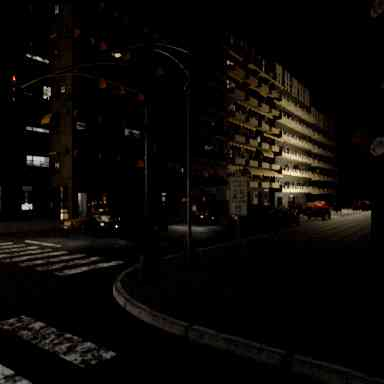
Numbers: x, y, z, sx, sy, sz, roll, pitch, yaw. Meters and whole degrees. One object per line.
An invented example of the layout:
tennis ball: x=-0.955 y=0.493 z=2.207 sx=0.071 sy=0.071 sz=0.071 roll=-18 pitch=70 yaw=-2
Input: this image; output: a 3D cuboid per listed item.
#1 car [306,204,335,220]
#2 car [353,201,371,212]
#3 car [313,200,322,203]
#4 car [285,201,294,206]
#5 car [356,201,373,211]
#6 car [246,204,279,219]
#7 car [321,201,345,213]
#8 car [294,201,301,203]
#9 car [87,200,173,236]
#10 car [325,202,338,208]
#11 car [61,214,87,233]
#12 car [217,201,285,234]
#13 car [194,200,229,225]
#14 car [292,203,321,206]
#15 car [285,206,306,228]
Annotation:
car: x=13.740 y=2.284 z=35.929 sx=1.802 sy=1.307 sz=4.206 roll=-1 pitch=-2 yaw=35
car: x=29.925 y=2.523 z=59.170 sx=2.192 sy=1.841 sz=5.009 roll=-1 pitch=-2 yaw=35
car: x=23.044 y=2.771 z=63.887 sx=1.887 sy=1.381 sz=4.507 roll=-1 pitch=-2 yaw=35
car: x=13.233 y=2.447 z=49.806 sx=1.752 sy=1.417 sz=4.829 roll=-1 pitch=-2 yaw=35
car: x=33.163 y=2.622 z=63.818 sx=2.192 sy=1.841 sz=5.009 roll=-1 pitch=-2 yaw=35
car: x=8.097 y=2.192 z=37.857 sx=1.837 sy=1.490 sz=4.892 roll=0 pitch=-1 yaw=35
car: x=22.555 y=2.555 z=53.034 sx=1.837 sy=1.490 sz=4.892 roll=0 pitch=-1 yaw=35
car: x=16.567 y=2.341 z=54.598 sx=2.192 sy=1.841 sz=5.009 roll=-1 pitch=-2 yaw=35
car: x=-3.526 y=1.541 z=21.198 sx=2.150 sy=2.045 sz=5.566 roll=0 pitch=-1 yaw=35
car: x=32.756 y=3.067 z=77.828 sx=1.887 sy=1.381 sz=4.507 roll=-1 pitch=-2 yaw=35
car: x=-6.192 y=1.834 z=21.924 sx=1.752 sy=1.417 sz=4.829 roll=-1 pitch=-2 yaw=35
car: x=4.026 y=1.712 z=21.996 sx=2.192 sy=1.841 sz=5.009 roll=-1 pitch=-2 yaw=35
car: x=2.376 y=1.729 z=29.671 sx=2.150 sy=2.045 sz=5.566 roll=0 pitch=-1 yaw=34
car: x=14.251 y=2.390 z=41.111 sx=1.895 sy=1.301 sz=4.718 roll=0 pitch=-1 yaw=35
car: x=7.265 y=2.044 z=26.636 sx=1.887 sy=1.381 sz=4.507 roll=-1 pitch=-2 yaw=35
